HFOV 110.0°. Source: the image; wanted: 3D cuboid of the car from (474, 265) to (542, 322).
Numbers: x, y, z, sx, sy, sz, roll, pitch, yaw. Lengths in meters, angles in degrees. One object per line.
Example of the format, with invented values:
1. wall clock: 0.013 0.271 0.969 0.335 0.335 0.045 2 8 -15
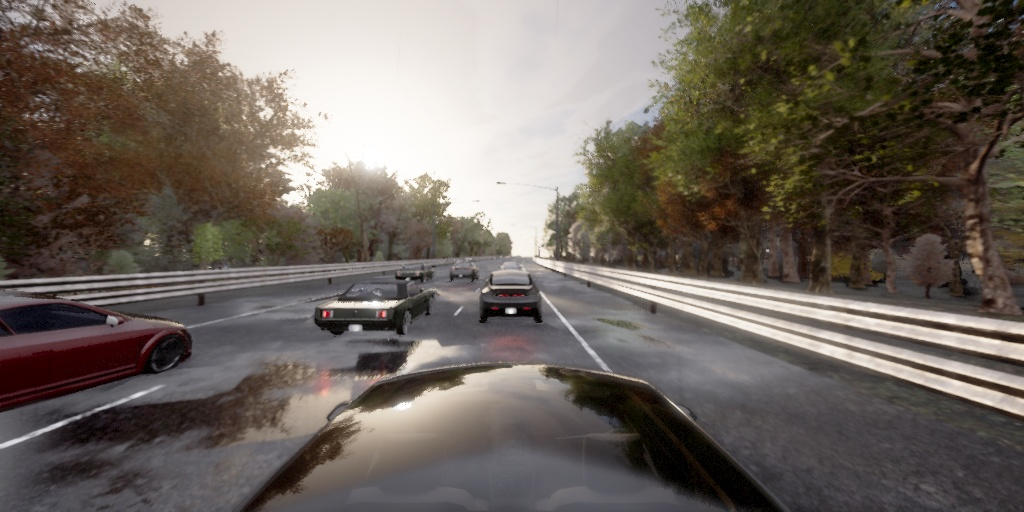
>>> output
1. car: -0.050 1.236 12.151 1.837 1.490 4.892 0 0 0

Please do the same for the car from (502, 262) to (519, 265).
1. car: -0.117 1.220 28.870 1.812 1.442 4.674 0 0 0

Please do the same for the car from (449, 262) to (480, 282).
1. car: -3.617 1.183 27.760 2.128 1.511 4.902 0 0 0

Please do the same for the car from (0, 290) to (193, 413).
1. car: -6.774 1.182 4.872 1.994 1.385 4.181 9 -3 -1

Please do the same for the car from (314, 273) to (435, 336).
1. car: -3.532 1.329 10.283 1.895 1.301 4.718 0 0 -1

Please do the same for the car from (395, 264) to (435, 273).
1. car: -7.125 1.288 26.891 1.895 1.301 4.718 0 0 0
